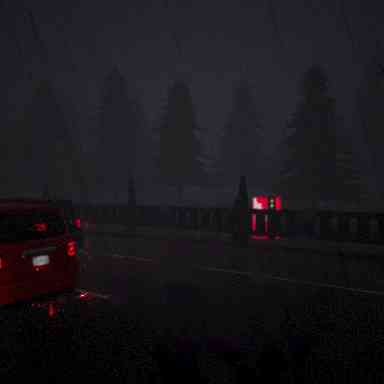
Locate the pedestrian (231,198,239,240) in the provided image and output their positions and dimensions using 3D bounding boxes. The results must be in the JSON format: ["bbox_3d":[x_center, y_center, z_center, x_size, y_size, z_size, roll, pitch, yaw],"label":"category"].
[{"bbox_3d":[1.910,1.140,14.398,0.375,1.860,0.375,0,0,32],"label":"pedestrian"}]

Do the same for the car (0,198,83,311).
[{"bbox_3d":[-4.808,1.220,6.850,5.566,2.045,2.150,0,0,30],"label":"car"}]

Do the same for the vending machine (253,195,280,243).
[{"bbox_3d":[3.399,1.194,15.197,0.880,2.100,1.100,0,0,32],"label":"vending machine"}]
